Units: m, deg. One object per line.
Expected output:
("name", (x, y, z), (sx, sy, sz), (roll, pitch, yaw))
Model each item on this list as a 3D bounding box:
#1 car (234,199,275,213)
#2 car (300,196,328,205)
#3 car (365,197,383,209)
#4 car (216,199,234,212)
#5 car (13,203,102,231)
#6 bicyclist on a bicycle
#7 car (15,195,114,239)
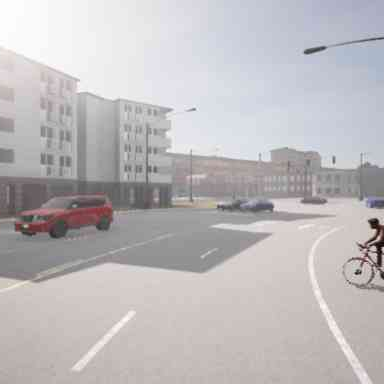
("car", (7.110, 1.493, 36.060), (4.674, 1.442, 1.812), (0, 0, -41))
("car", (21.147, 1.473, 57.850), (1.812, 1.442, 4.674), (0, 0, -41))
("car", (24.773, 1.418, 44.889), (1.882, 1.535, 5.008), (0, 0, 19))
("car", (5.274, 1.510, 39.112), (5.357, 1.411, 2.033), (0, 0, -40))
("car", (-8.522, 1.525, 21.676), (2.033, 1.411, 5.357), (0, 0, 26))
("bicyclist on a bicycle", (4.355, 1.420, 7.651), (1.656, 1.620, 0.582), (0, 0, 17))
("car", (-6.499, 1.203, 17.759), (2.150, 2.045, 5.566), (0, 0, 24))
